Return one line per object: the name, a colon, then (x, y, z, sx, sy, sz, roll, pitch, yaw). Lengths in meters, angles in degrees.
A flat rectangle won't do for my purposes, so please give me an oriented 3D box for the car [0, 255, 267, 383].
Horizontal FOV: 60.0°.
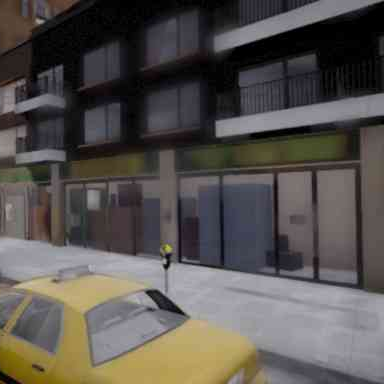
car: (-1.582, 1.558, 3.984, 4.829, 1.417, 1.752, -1, -1, 35)
